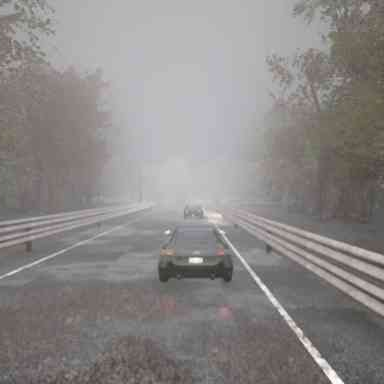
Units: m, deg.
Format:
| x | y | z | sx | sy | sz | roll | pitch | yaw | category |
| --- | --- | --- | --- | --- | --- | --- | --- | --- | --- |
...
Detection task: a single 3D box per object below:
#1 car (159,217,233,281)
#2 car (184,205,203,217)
| x | y | z | sx | sy | sz | roll | pitch | yaw | category |
| --- | --- | --- | --- | --- | --- | --- | --- | --- | --- |
| 0.100 | 1.681 | 10.240 | 1.994 | 1.385 | 4.181 | 0 | -1 | 0 | car |
| 0.131 | 1.984 | 34.568 | 1.895 | 1.301 | 4.718 | 0 | -1 | 0 | car |
